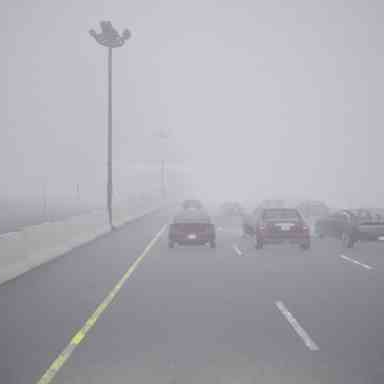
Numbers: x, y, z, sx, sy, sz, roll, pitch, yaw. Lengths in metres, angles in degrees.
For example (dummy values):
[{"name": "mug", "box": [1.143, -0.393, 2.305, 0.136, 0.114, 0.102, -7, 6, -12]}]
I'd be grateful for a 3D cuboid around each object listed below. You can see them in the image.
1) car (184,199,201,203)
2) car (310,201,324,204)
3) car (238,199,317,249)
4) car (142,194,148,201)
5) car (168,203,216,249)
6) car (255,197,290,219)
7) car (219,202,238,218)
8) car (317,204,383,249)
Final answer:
[{"name": "car", "box": [0.033, 1.373, 29.610, 2.097, 1.767, 4.553, 0, 0, 0]}, {"name": "car", "box": [10.533, 1.502, 29.612, 2.128, 1.511, 4.902, 0, 0, 0]}, {"name": "car", "box": [3.500, 1.368, 14.622, 2.097, 1.767, 4.553, 0, 0, 0]}, {"name": "car", "box": [-10.347, 1.360, 73.701, 2.150, 2.045, 5.566, 0, -1, 0]}, {"name": "car", "box": [0.000, 1.487, 14.652, 1.882, 1.535, 5.008, 0, 0, 0]}, {"name": "car", "box": [7.033, 1.373, 29.591, 2.097, 1.767, 4.553, 0, 0, 0]}, {"name": "car", "box": [3.533, 1.570, 29.630, 2.033, 1.411, 5.357, 0, 0, 0]}, {"name": "car", "box": [7.000, 1.497, 14.653, 2.128, 1.511, 4.902, 0, 0, 0]}]
